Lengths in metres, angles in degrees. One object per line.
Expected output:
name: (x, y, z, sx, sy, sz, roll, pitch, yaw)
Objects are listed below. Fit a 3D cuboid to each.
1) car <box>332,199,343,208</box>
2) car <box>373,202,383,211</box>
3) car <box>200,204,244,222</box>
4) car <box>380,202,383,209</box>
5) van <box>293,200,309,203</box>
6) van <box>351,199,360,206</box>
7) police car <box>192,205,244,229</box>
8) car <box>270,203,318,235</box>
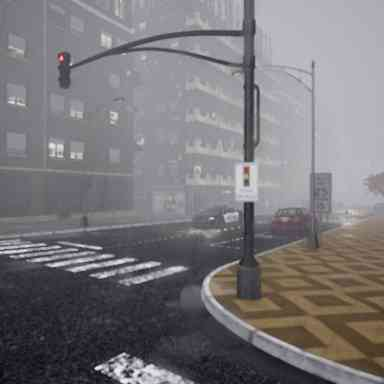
car: (29.013, 2.332, 66.929, 2.192, 1.841, 5.009, -1, -1, 35)
car: (32.537, 2.510, 57.512, 1.947, 1.339, 4.313, -1, -1, 35)
car: (2.803, 1.830, 29.898, 1.752, 1.417, 4.829, -1, -1, 35)
car: (39.065, 2.673, 66.734, 2.008, 1.369, 4.403, -1, -1, 35)
van: (15.957, 2.003, 48.485, 1.690, 1.788, 3.998, -1, -1, 35)
van: (42.033, 2.714, 85.398, 1.690, 1.788, 3.998, -1, -1, 35)
police car: (1.918, 1.734, 24.027, 2.038, 1.542, 4.974, 0, -1, 35)
car: (6.425, 1.675, 20.627, 1.967, 1.590, 4.097, -1, -1, 35)
